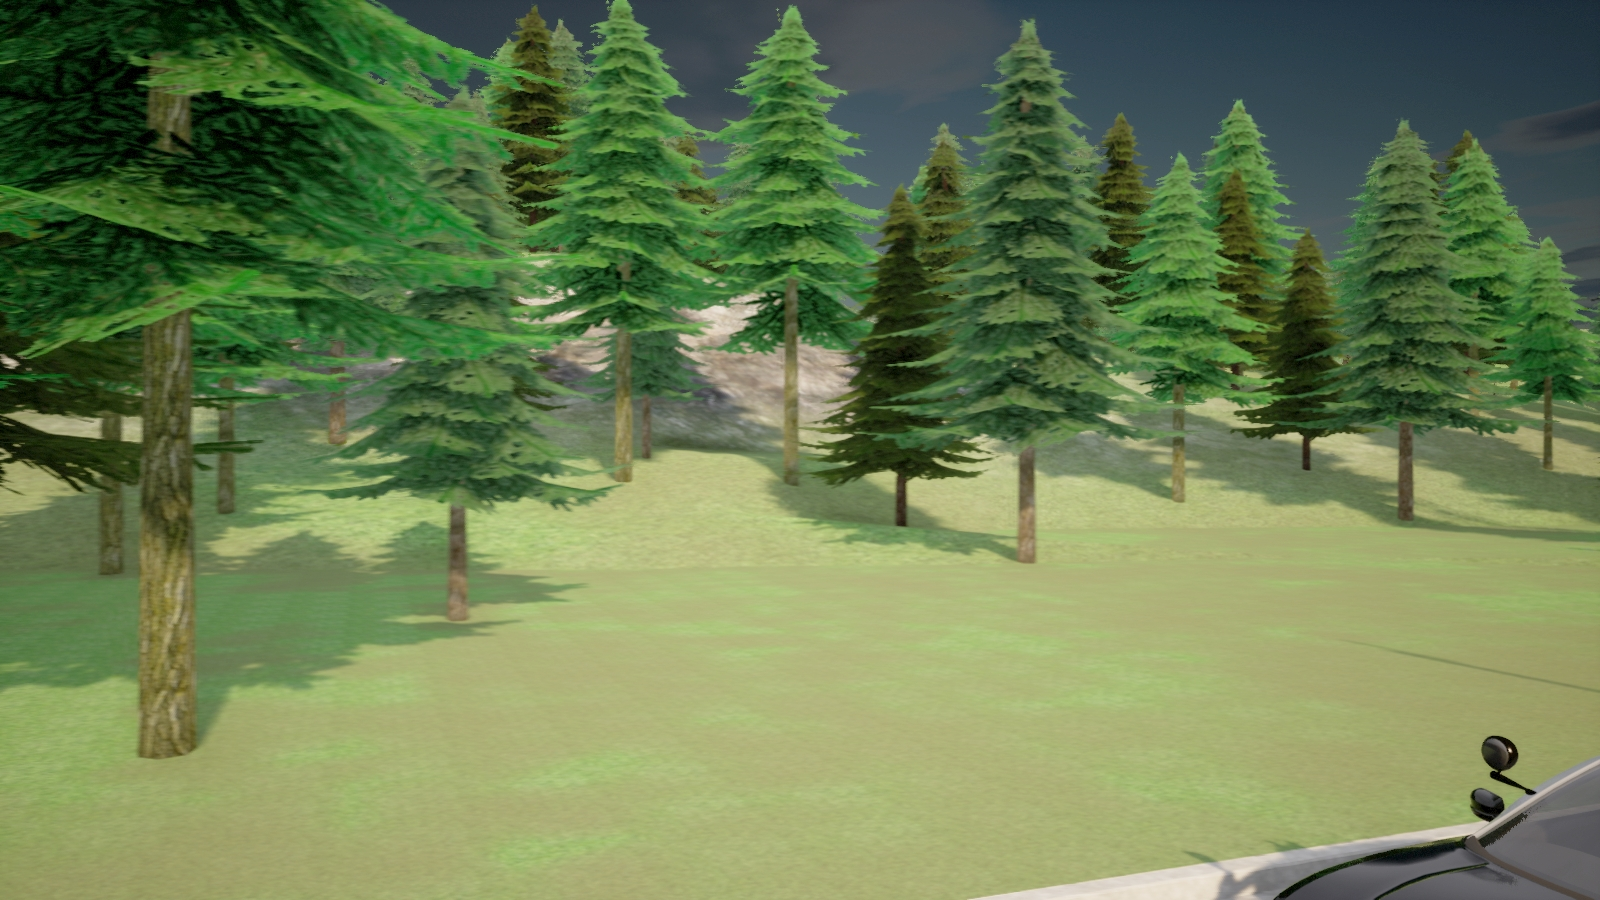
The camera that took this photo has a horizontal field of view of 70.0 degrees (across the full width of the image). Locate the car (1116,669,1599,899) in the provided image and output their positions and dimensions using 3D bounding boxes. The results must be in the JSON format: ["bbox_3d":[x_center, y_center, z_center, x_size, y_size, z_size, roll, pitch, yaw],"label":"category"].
[{"bbox_3d":[4.212,1.982,4.946,5.238,1.638,2.097,0,0,-20],"label":"car"}]
